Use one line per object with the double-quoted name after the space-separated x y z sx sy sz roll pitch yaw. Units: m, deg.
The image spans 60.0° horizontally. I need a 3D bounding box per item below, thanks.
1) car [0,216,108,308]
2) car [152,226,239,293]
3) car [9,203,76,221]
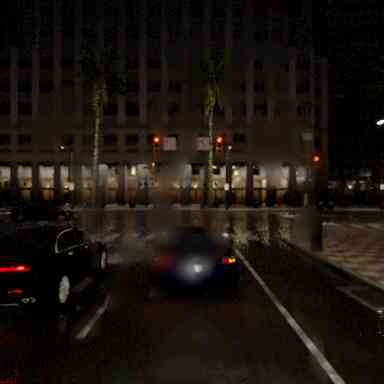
-3.419 1.543 8.003 1.837 1.490 4.892 0 -1 0 "car"
0.087 1.608 9.003 1.994 1.385 4.181 0 -1 0 "car"
-11.753 1.692 26.406 4.892 1.490 1.837 0 1 -6 "car"
